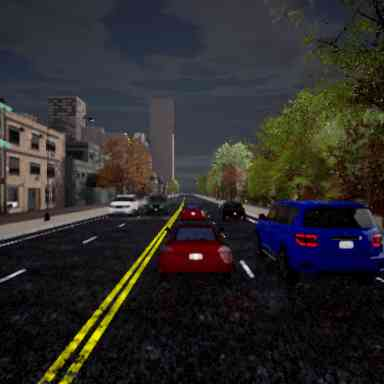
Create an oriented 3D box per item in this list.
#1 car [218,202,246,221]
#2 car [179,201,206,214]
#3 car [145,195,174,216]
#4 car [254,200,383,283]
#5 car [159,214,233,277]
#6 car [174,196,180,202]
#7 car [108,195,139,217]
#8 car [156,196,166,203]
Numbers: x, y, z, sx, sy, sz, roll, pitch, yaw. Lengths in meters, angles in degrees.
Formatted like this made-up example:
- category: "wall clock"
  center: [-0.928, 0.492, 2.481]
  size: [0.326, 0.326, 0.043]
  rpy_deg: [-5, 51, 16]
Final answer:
- category: "car"
  center: [3.343, 1.548, 28.398]
  size: [1.882, 1.535, 5.008]
  rpy_deg: [0, 0, 0]
- category: "car"
  center: [0.094, 1.632, 27.494]
  size: [1.994, 1.385, 4.181]
  rpy_deg: [0, 0, 0]
- category: "car"
  center: [-3.352, 1.305, 33.867]
  size: [2.150, 2.045, 5.566]
  rpy_deg: [0, 0, 0]
- category: "car"
  center: [3.348, 1.246, 9.897]
  size: [2.150, 2.045, 5.566]
  rpy_deg: [0, 0, 0]
- category: "car"
  center: [0.098, 1.590, 10.318]
  size: [1.994, 1.385, 4.181]
  rpy_deg: [0, 0, 0]
- category: "car"
  center: [-3.627, 1.638, 74.973]
  size: [2.128, 1.511, 4.902]
  rpy_deg: [0, 0, -1]
- category: "car"
  center: [-6.602, 1.302, 32.814]
  size: [2.150, 2.045, 5.566]
  rpy_deg: [0, 0, 0]
- category: "car"
  center: [-6.854, 1.615, 73.527]
  size: [1.837, 1.490, 4.892]
  rpy_deg: [0, 0, -1]
